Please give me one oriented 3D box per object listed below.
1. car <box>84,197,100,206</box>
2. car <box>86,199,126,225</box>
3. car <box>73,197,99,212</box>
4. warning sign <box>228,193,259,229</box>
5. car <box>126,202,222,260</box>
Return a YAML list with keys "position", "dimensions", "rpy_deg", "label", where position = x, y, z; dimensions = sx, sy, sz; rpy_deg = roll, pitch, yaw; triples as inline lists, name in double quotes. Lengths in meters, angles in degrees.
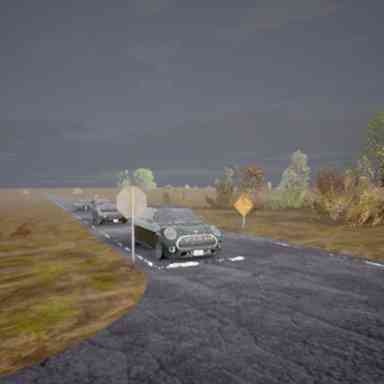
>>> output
- position: [-15.885, 1.468, 52.624]
  dimensions: [1.895, 1.301, 4.718]
  rpy_deg: [-1, 0, -25]
  label: "car"
- position: [-6.019, 1.467, 23.790]
  dimensions: [2.033, 1.411, 5.357]
  rpy_deg: [-1, 0, -25]
  label: "car"
- position: [-11.861, 1.471, 36.524]
  dimensions: [1.994, 1.385, 4.181]
  rpy_deg: [-1, 0, -24]
  label: "car"
- position: [2.835, 0.995, 18.304]
  dimensions: [1.300, 1.860, 1.060]
  rpy_deg: [0, 0, -25]
  label: "warning sign"
- position: [-0.730, 1.284, 12.300]
  dimensions: [2.097, 1.767, 4.553]
  rpy_deg: [-1, 0, -25]
  label: "car"
